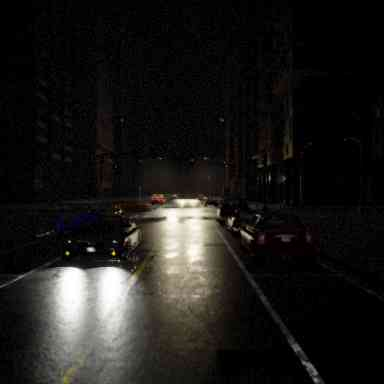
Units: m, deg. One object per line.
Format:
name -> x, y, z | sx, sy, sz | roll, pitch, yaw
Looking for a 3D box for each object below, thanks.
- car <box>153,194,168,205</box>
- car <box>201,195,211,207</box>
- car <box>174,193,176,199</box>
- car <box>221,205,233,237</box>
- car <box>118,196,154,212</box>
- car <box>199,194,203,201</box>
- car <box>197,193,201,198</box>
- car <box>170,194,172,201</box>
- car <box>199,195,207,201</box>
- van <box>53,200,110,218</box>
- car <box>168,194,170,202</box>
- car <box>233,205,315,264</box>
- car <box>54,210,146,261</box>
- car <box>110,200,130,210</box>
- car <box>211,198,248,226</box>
car -> -5.744, 1.276, 55.689 | 2.192, 1.841, 5.009 | 0, 0, 0
car -> 2.779, 1.514, 50.055 | 2.008, 1.369, 4.403 | 0, 0, 0
car -> -5.734, 1.392, 83.893 | 1.967, 1.590, 4.097 | 0, 0, 0
car -> 2.768, 1.567, 17.404 | 1.802, 1.307, 4.206 | 0, 0, 0
car -> -6.867, 1.513, 35.059 | 5.008, 1.535, 1.882 | 0, 0, 0
car -> 2.783, 1.509, 61.337 | 2.008, 1.369, 4.403 | 0, 0, 0
car -> 2.789, 1.392, 78.258 | 1.967, 1.590, 4.097 | 0, 0, 0
car -> -5.740, 1.522, 66.972 | 1.947, 1.339, 4.313 | 0, 0, 0
car -> 2.791, 1.533, 83.898 | 1.802, 1.307, 4.206 | 0, 0, 0
van -> -5.758, 1.327, 17.397 | 1.690, 1.788, 3.998 | 0, 0, 0
car -> -5.742, 1.399, 61.331 | 1.967, 1.590, 4.097 | 0, 0, 0
car -> 2.766, 1.430, 11.727 | 1.967, 1.590, 4.097 | 0, 0, 0
car -> -3.086, 1.554, 12.109 | 1.994, 1.385, 4.181 | 0, 0, 0
car -> -5.755, 1.507, 22.905 | 1.752, 1.417, 4.829 | 0, 0, 0
car -> 2.769, 1.296, 23.082 | 2.192, 1.841, 5.009 | 0, 0, 0
